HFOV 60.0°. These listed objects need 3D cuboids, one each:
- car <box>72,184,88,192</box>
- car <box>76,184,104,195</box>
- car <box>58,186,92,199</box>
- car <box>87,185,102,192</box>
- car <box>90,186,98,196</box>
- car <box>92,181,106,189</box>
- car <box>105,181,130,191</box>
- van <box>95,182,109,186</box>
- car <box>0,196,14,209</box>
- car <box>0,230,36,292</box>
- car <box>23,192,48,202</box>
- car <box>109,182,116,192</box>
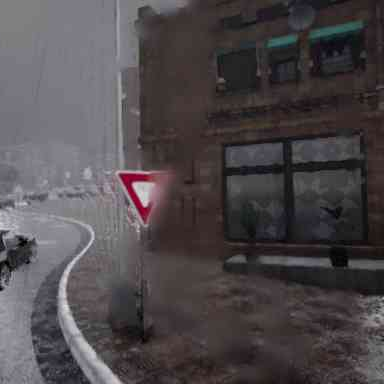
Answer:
[{"bbox_3d":[-26.304,-0.928,78.268,1.882,1.535,5.008,-2,4,4],"label":"car"},{"bbox_3d":[-19.412,-0.021,61.425,5.366,1.575,1.946,-2,4,-16],"label":"car"},{"bbox_3d":[-19.678,0.366,55.418,4.892,1.521,2.231,-2,3,-16],"label":"car"},{"bbox_3d":[-23.031,-0.950,78.450,1.994,1.385,4.181,-2,4,4],"label":"car"},{"bbox_3d":[-19.449,0.210,58.448,4.674,1.452,2.002,-2,4,-16],"label":"car"},{"bbox_3d":[-25.383,-1.965,91.153,2.097,1.767,4.553,-2,4,4],"label":"car"},{"bbox_3d":[-17.905,-1.444,79.663,5.566,2.045,2.435,-2,3,-16],"label":"car"},{"bbox_3d":[-18.908,-0.449,64.529,4.442,1.987,1.878,-2,3,-16],"label":"van"},{"bbox_3d":[-24.394,1.291,42.370,2.128,1.511,4.902,-1,2,-7],"label":"car"},{"bbox_3d":[-5.536,1.657,8.807,1.895,1.301,4.718,-1,1,-14],"label":"car"},{"bbox_3d":[-24.721,0.684,52.712,1.882,1.535,5.008,-2,4,4],"label":"car"},{"bbox_3d":[-18.828,-0.663,67.512,5.566,2.045,2.435,-2,4,-16],"label":"car"}]
